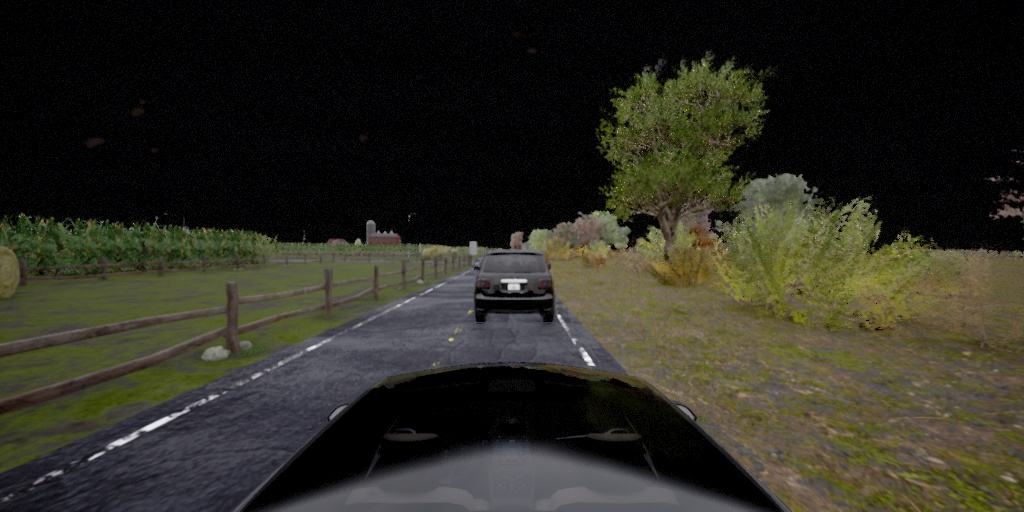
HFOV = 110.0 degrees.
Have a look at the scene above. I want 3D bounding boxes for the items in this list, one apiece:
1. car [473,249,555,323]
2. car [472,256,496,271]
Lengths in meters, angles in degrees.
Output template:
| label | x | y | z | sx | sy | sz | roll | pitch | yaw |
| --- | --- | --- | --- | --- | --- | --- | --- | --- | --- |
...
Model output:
| label | x | y | z | sx | sy | sz | roll | pitch | yaw |
| --- | --- | --- | --- | --- | --- | --- | --- | --- | --- |
| car | 0.099 | 0.789 | 11.426 | 2.150 | 2.045 | 5.566 | 0 | 1 | 1 |
| car | -2.686 | 0.684 | 35.634 | 1.994 | 1.385 | 4.181 | 0 | 1 | 0 |
